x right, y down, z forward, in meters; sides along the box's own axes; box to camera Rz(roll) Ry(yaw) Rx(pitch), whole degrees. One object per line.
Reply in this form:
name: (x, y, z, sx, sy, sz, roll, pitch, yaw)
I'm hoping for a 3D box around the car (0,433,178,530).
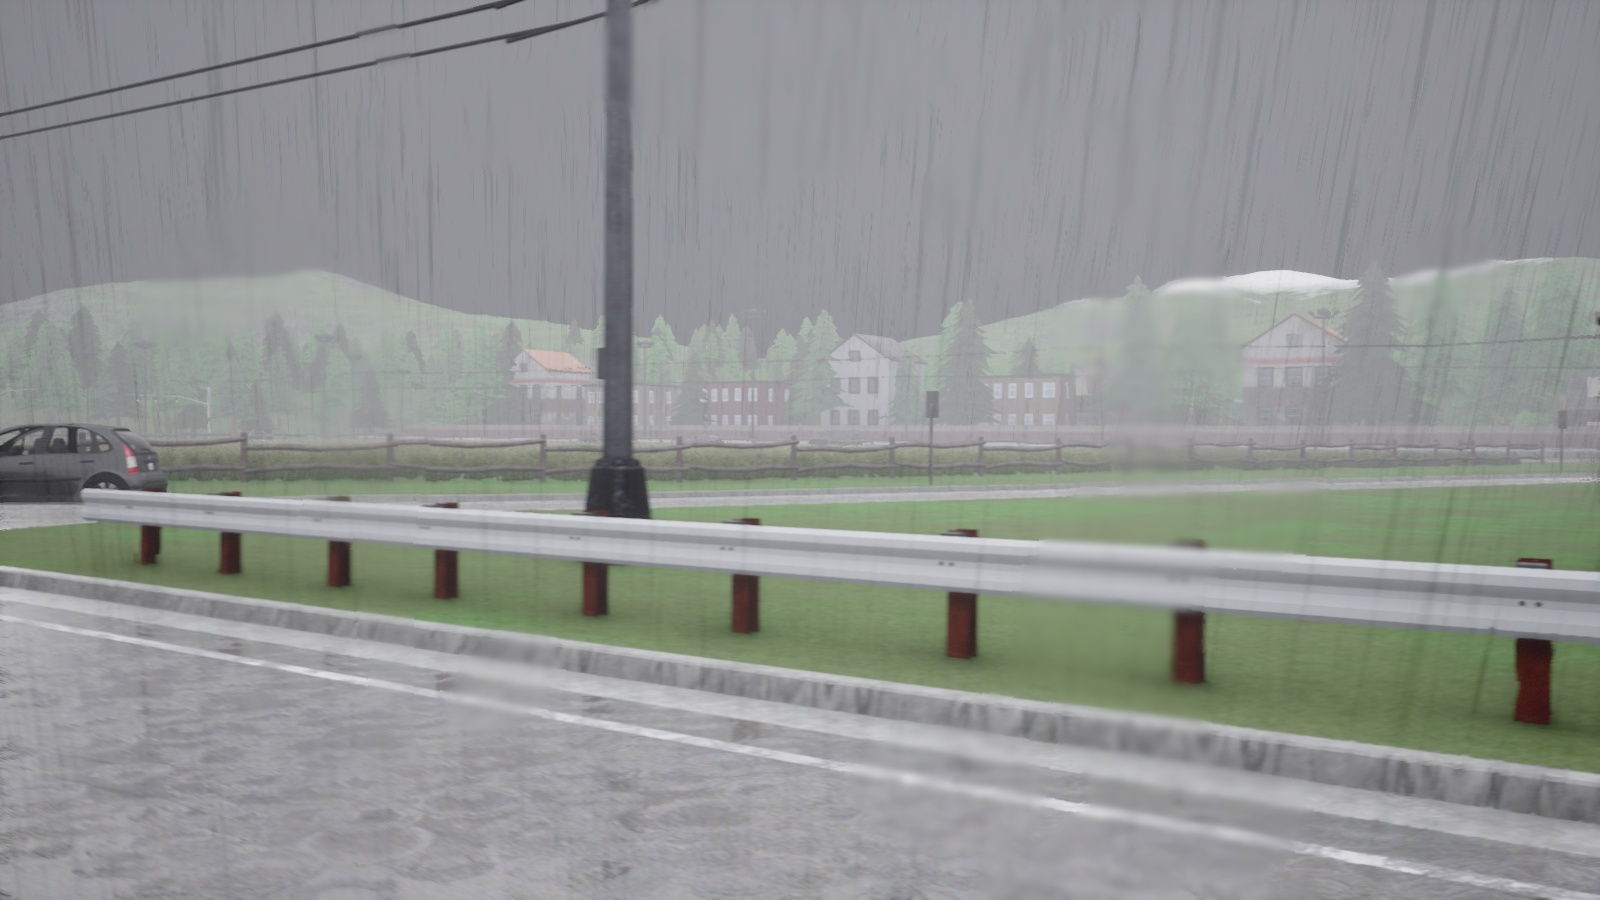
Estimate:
car: (-13.418, 0.530, 22.166, 3.988, 1.617, 1.851, -1, 1, -11)
